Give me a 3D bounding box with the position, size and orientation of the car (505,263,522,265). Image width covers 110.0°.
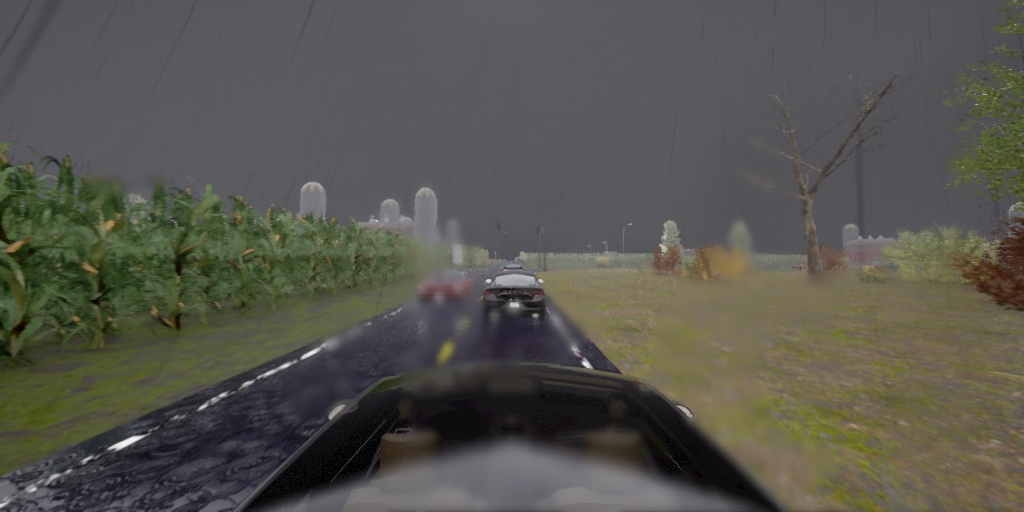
[{"bbox_3d":[0.099,1.258,28.583,2.128,1.511,4.902,0,0,0],"label":"car"}]

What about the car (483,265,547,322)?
[{"bbox_3d":[0.099,1.232,12.382,1.882,1.535,5.008,0,0,0],"label":"car"}]

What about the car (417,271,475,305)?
[{"bbox_3d":[-2.848,1.358,16.300,1.895,1.301,4.718,0,0,0],"label":"car"}]
